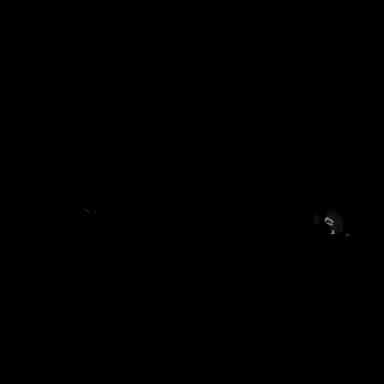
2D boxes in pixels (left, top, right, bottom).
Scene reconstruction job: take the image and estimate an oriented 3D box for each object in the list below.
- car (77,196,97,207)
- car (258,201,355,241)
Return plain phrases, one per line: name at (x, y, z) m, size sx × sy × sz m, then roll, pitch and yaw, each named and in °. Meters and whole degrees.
car at (-13.610, 1.184, 43.408) m, size 1.994 × 1.385 × 4.181 m, roll 1°, pitch 0°, yaw -35°
car at (5.456, 1.263, 16.257) m, size 2.097 × 1.767 × 4.553 m, roll 1°, pitch 0°, yaw -35°
